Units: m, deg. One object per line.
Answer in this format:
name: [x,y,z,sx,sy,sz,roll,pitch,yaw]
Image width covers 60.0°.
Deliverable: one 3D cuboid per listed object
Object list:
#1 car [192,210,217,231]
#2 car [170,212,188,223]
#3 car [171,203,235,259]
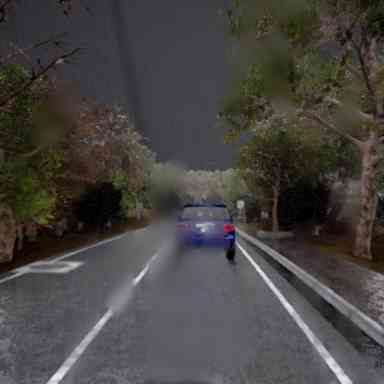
car: [1.105,2.461,29.795,2.097,1.767,4.553,0,-3,2]
car: [-1.798,3.631,48.243,2.033,1.411,5.357,0,-3,4]
car: [0.546,1.500,13.901,2.150,2.045,5.566,0,-3,2]
